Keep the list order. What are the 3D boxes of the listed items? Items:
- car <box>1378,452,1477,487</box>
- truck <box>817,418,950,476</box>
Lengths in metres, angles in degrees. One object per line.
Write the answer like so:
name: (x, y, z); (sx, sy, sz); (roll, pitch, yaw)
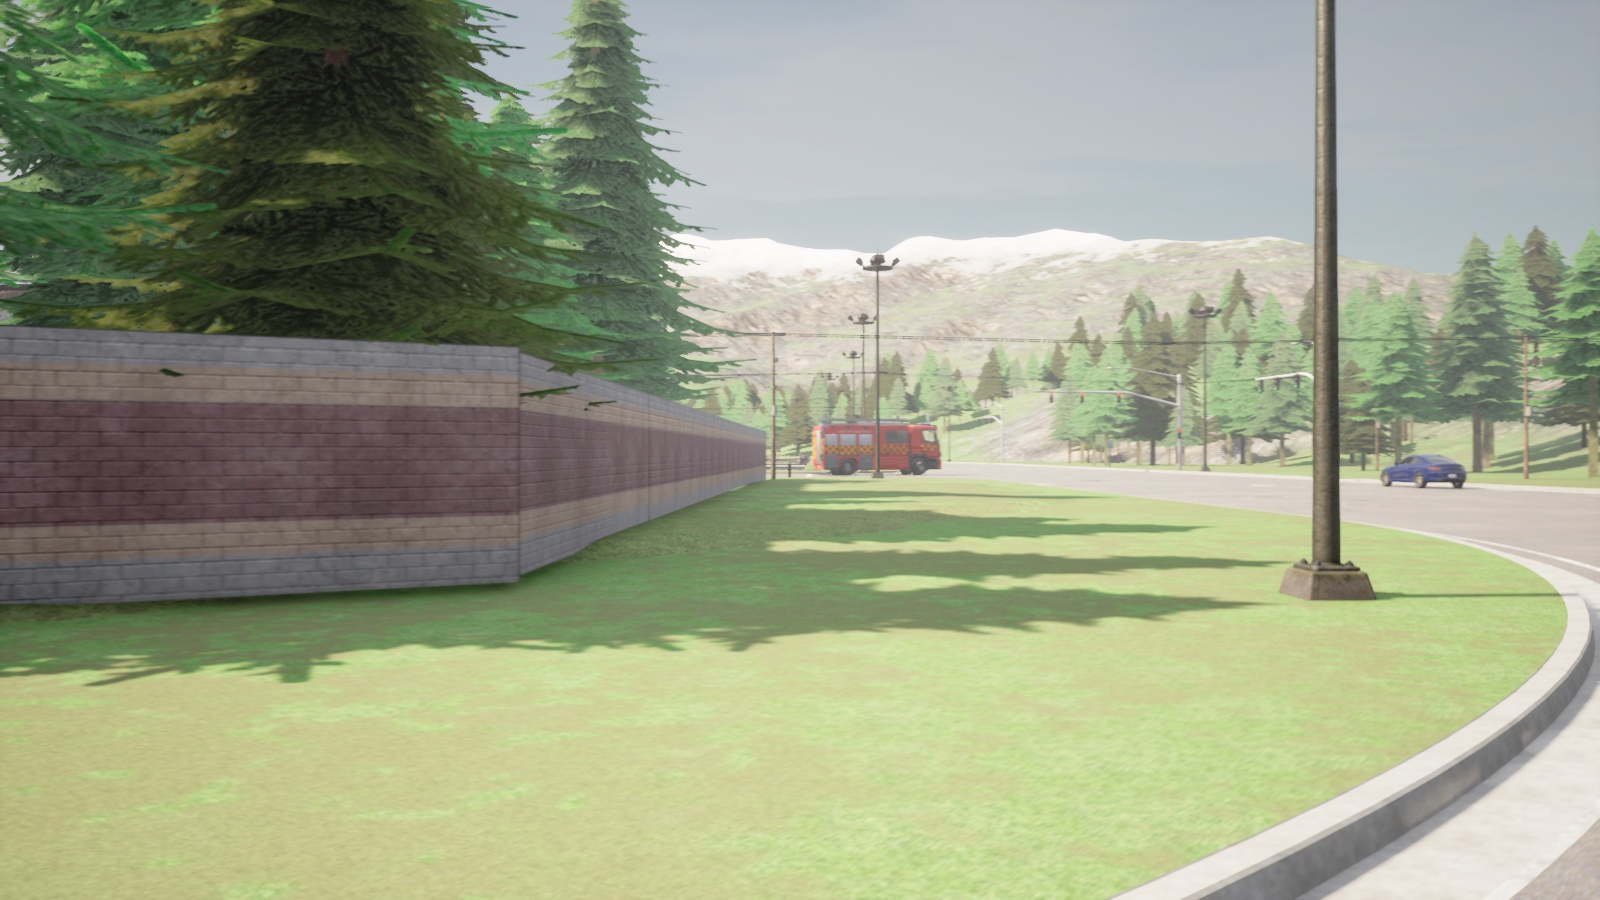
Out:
car: (26.886, 0.808, 53.953); (1.812, 1.442, 4.674); (0, 0, -2)
truck: (5.610, -0.214, 84.764); (8.468, 3.827, 2.891); (0, 0, -15)
